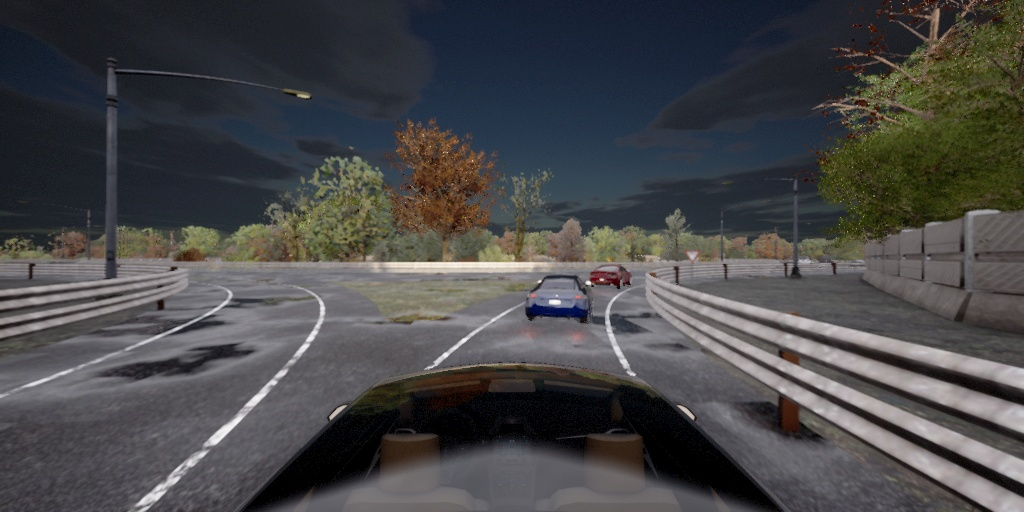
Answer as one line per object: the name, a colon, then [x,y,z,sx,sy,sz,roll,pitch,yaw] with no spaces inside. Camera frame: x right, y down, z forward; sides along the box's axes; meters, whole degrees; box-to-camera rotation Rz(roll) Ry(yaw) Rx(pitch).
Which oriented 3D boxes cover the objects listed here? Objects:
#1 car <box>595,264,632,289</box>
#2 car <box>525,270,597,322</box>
car: [6.696,1.302,23.965,1.882,1.535,5.008,0,0,30]
car: [1.782,1.346,12.535,1.994,1.385,4.181,0,0,15]
